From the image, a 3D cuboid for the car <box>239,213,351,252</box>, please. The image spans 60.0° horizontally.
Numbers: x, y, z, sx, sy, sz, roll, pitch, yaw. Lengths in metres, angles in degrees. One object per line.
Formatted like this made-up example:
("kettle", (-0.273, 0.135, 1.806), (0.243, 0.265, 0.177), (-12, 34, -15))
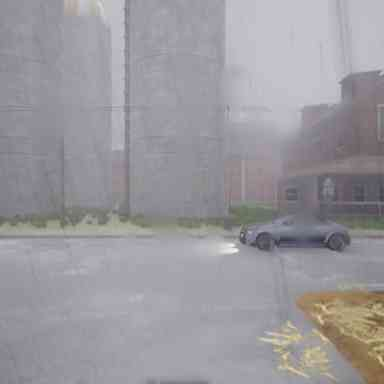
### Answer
("car", (4.028, 1.556, 13.347), (4.181, 1.385, 1.994), (0, 0, 1))
